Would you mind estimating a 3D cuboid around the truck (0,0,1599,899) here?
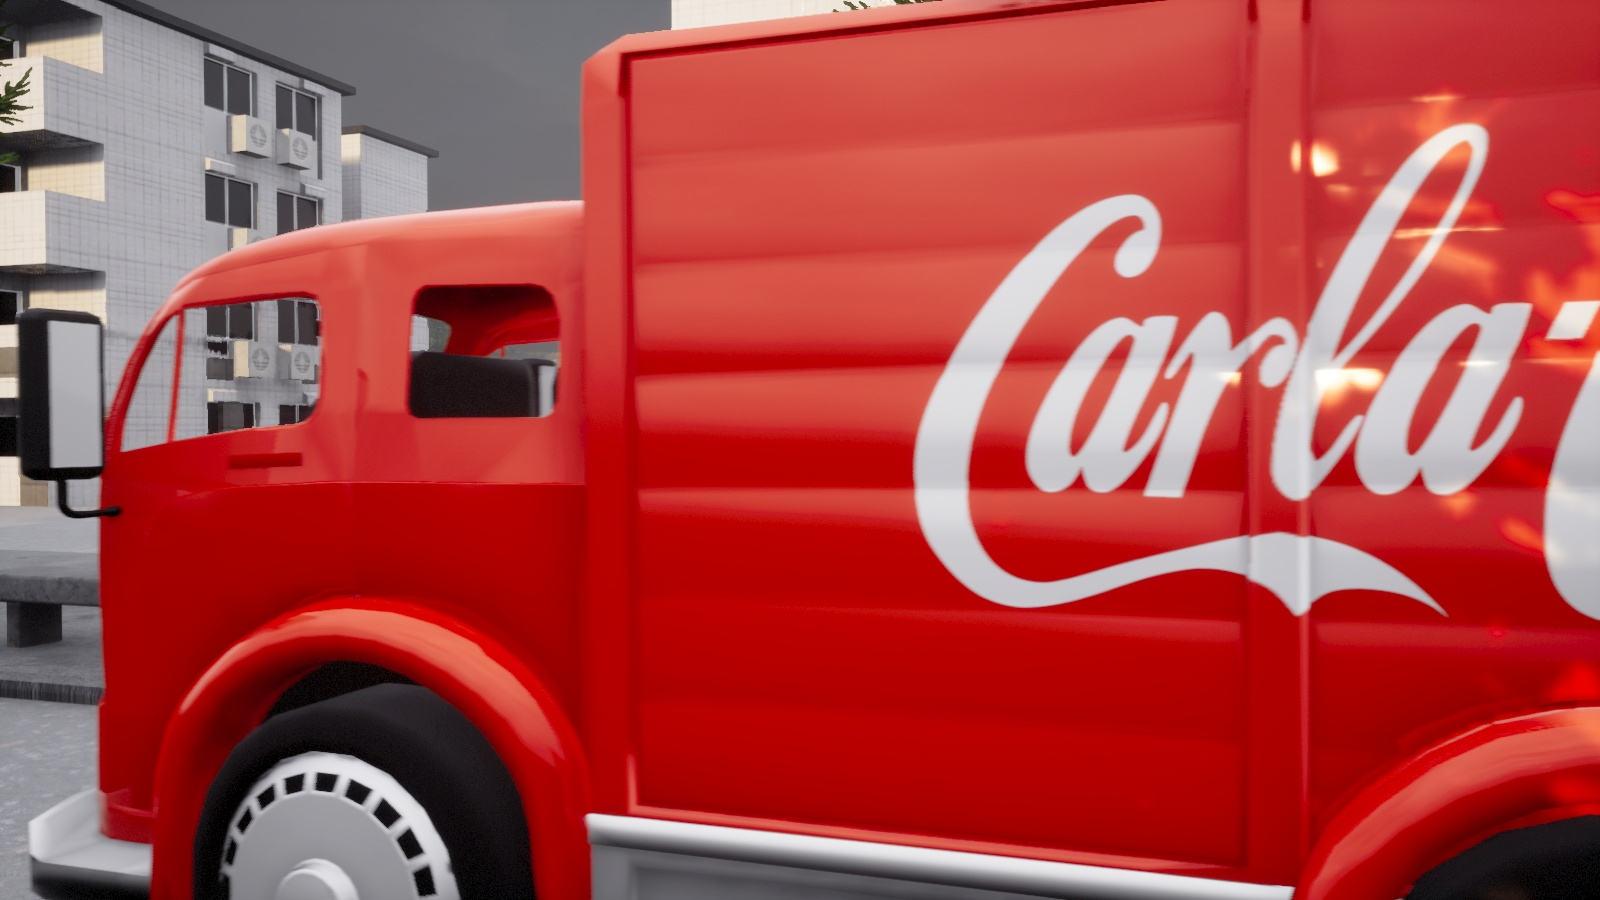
[{"bbox_3d":[0.571,0.281,3.522,5.204,2.467,2.627,0,1,19],"label":"truck"}]
